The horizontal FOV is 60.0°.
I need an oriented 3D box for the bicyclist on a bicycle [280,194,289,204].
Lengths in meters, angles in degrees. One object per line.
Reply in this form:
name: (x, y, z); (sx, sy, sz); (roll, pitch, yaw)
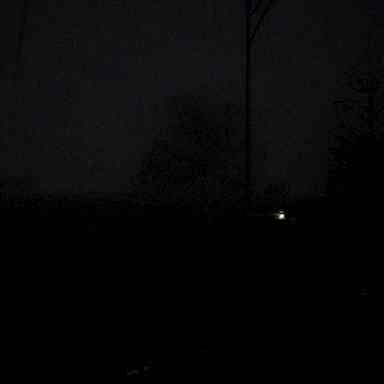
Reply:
bicyclist on a bicycle: (9.487, 1.032, 34.114); (1.656, 1.620, 0.582); (0, 1, -35)

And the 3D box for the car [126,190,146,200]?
car: (-9.353, 0.470, 55.313); (2.128, 1.511, 4.902); (-1, 2, -36)

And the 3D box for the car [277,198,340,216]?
car: (9.869, 1.245, 28.345); (2.033, 1.411, 5.357); (-1, 2, -36)
